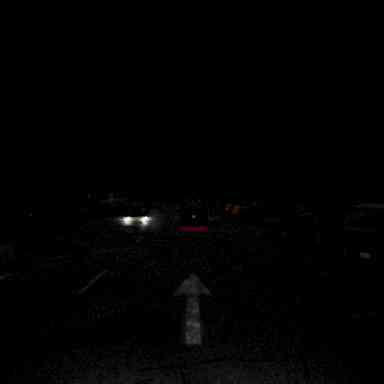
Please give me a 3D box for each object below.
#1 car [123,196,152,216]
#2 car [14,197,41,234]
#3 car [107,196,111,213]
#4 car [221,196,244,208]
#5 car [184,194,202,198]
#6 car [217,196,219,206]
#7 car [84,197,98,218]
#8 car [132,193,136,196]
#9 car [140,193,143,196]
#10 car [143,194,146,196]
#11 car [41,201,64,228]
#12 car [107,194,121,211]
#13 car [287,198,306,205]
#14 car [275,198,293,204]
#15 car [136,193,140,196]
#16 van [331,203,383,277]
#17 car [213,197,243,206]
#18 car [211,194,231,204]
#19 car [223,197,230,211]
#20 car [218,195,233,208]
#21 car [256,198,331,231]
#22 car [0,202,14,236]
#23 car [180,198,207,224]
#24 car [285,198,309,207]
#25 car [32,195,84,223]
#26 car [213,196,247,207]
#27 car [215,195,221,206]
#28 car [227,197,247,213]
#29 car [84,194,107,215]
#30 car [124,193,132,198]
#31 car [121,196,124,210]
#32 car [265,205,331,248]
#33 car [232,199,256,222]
[{"bbox_3d":[-5.069,1.487,32.427,1.882,1.535,5.008,0,0,0],"label":"car"},{"bbox_3d":[-10.903,1.367,18.009,4.553,1.767,2.185,-1,0,-20],"label":"car"},{"bbox_3d":[-10.904,1.497,33.105,4.892,1.521,2.231,-1,0,-20],"label":"car"},{"bbox_3d":[6.201,1.496,35.257,5.366,1.575,1.946,1,0,-20],"label":"car"},{"bbox_3d":[0.134,1.229,42.942,2.150,2.045,5.566,0,0,0],"label":"car"},{"bbox_3d":[6.059,1.527,41.120,4.792,1.488,2.163,1,0,-20],"label":"car"},{"bbox_3d":[-10.749,1.489,27.135,5.366,1.575,1.946,-1,0,-20],"label":"car"},{"bbox_3d":[-10.932,1.373,48.212,4.553,1.767,2.185,-1,0,-20],"label":"car"},{"bbox_3d":[-10.872,1.373,54.277,4.553,1.767,2.185,-1,0,-20],"label":"car"},{"bbox_3d":[-10.905,1.500,57.291,4.892,1.521,2.231,-1,0,-20],"label":"car"},{"bbox_3d":[-10.897,1.523,21.033,4.792,1.488,2.163,-1,0,-20],"label":"car"},{"bbox_3d":[-10.948,1.245,36.126,5.566,2.045,2.435,-1,0,-20],"label":"car"},{"bbox_3d":[28.168,2.533,89.969,2.231,1.521,4.892,2,-1,-21],"label":"car"},{"bbox_3d":[24.776,2.429,89.940,2.231,1.521,4.892,2,-1,-21],"label":"car"},{"bbox_3d":[-10.935,1.373,51.239,4.553,1.767,2.185,-1,0,-20],"label":"car"},{"bbox_3d":[6.120,1.267,8.600,4.442,1.987,1.878,1,0,-20],"label":"van"},{"bbox_3d":[6.048,1.540,55.898,4.674,1.452,2.002,1,0,-20],"label":"car"},{"bbox_3d":[5.871,1.493,46.952,5.366,1.575,1.946,1,0,-20],"label":"car"},{"bbox_3d":[6.027,1.496,32.224,5.008,1.535,2.097,1,0,-20],"label":"car"},{"bbox_3d":[6.030,1.497,38.154,5.008,1.535,2.097,1,0,-20],"label":"car"},{"bbox_3d":[6.046,1.369,17.443,4.553,1.767,2.185,1,0,-20],"label":"car"},{"bbox_3d":[-10.897,1.367,14.980,4.553,1.767,2.185,-1,0,-20],"label":"car"},{"bbox_3d":[0.122,1.486,24.899,1.882,1.535,5.008,0,0,0],"label":"car"},{"bbox_3d":[22.525,2.311,71.604,1.946,1.575,5.366,2,1,-21],"label":"car"},{"bbox_3d":[-10.955,1.243,24.035,5.566,2.045,2.435,-1,0,-20],"label":"car"},{"bbox_3d":[6.051,1.500,52.940,4.892,1.521,2.231,1,0,-20],"label":"car"},{"bbox_3d":[6.040,1.499,44.069,4.892,1.521,2.231,1,0,-20],"label":"car"},{"bbox_3d":[6.195,1.495,29.340,5.366,1.575,1.946,1,0,-20],"label":"car"},{"bbox_3d":[-10.891,1.244,30.098,5.566,2.045,2.435,-1,0,-20],"label":"car"},{"bbox_3d":[-10.888,1.245,42.193,5.566,2.045,2.435,-1,0,-20],"label":"car"},{"bbox_3d":[-10.884,1.526,39.169,4.792,1.488,2.163,-1,0,-20],"label":"car"},{"bbox_3d":[6.012,1.494,14.468,4.892,1.521,2.231,1,0,-20],"label":"car"},{"bbox_3d":[5.998,1.525,26.294,4.792,1.488,2.163,1,0,-20],"label":"car"}]
